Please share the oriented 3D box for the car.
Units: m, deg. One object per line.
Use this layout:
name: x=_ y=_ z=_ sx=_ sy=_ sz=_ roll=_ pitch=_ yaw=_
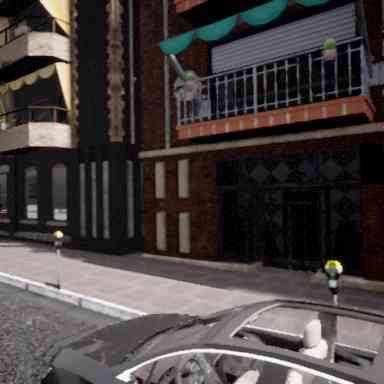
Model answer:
car: x=0.611 y=1.556 z=2.453 sx=4.403 sy=1.369 sz=2.008 roll=0 pitch=-1 yaw=36
